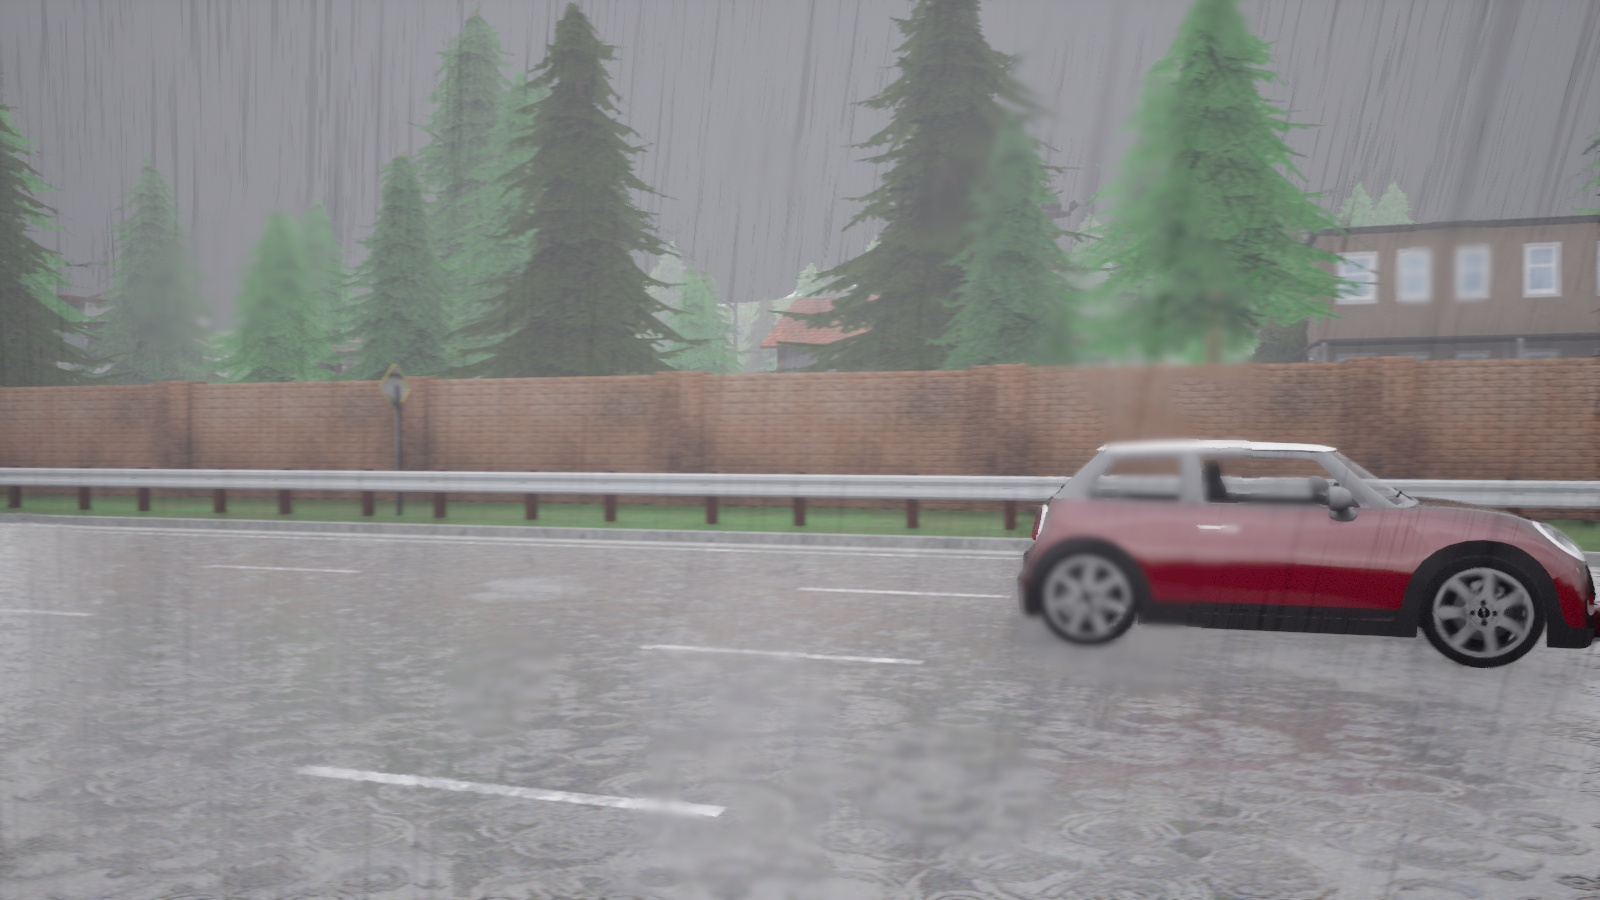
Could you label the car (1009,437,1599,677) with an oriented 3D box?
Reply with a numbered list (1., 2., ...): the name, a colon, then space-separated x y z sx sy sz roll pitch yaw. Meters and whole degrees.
1. car: 3.622 0.656 9.359 3.806 1.475 1.970 1 1 19
